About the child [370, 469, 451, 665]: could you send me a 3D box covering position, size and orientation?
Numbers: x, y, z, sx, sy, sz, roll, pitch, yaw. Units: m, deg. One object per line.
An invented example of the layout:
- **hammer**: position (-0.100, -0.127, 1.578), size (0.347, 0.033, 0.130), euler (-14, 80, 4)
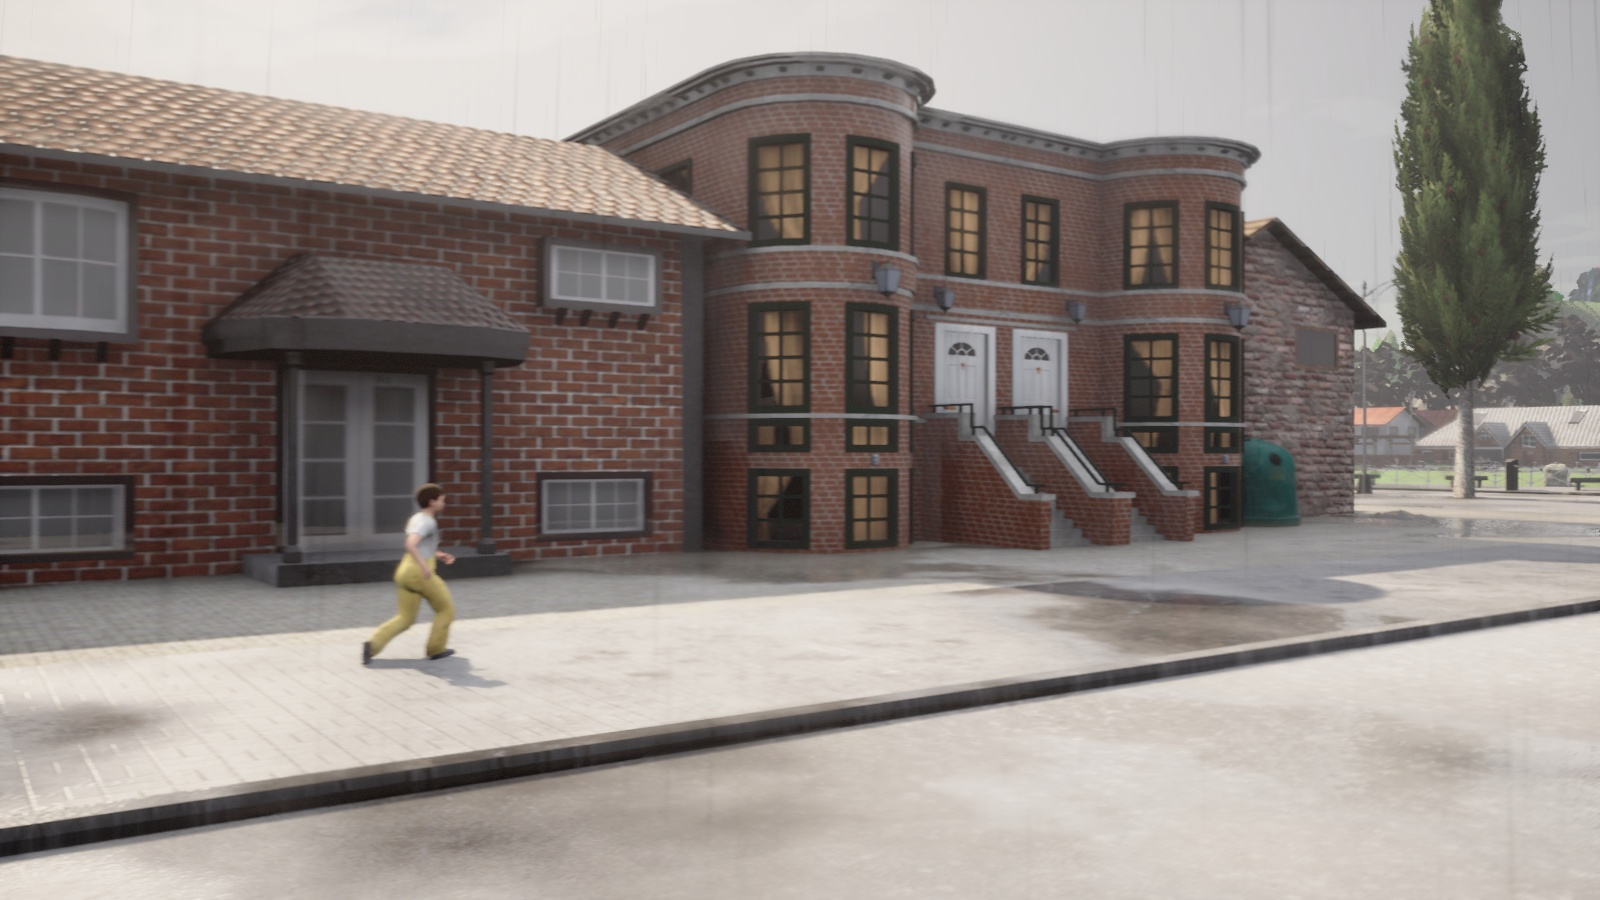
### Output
- **child**: position (-2.590, 0.759, 8.352), size (0.437, 1.263, 0.270), euler (0, 0, -40)
